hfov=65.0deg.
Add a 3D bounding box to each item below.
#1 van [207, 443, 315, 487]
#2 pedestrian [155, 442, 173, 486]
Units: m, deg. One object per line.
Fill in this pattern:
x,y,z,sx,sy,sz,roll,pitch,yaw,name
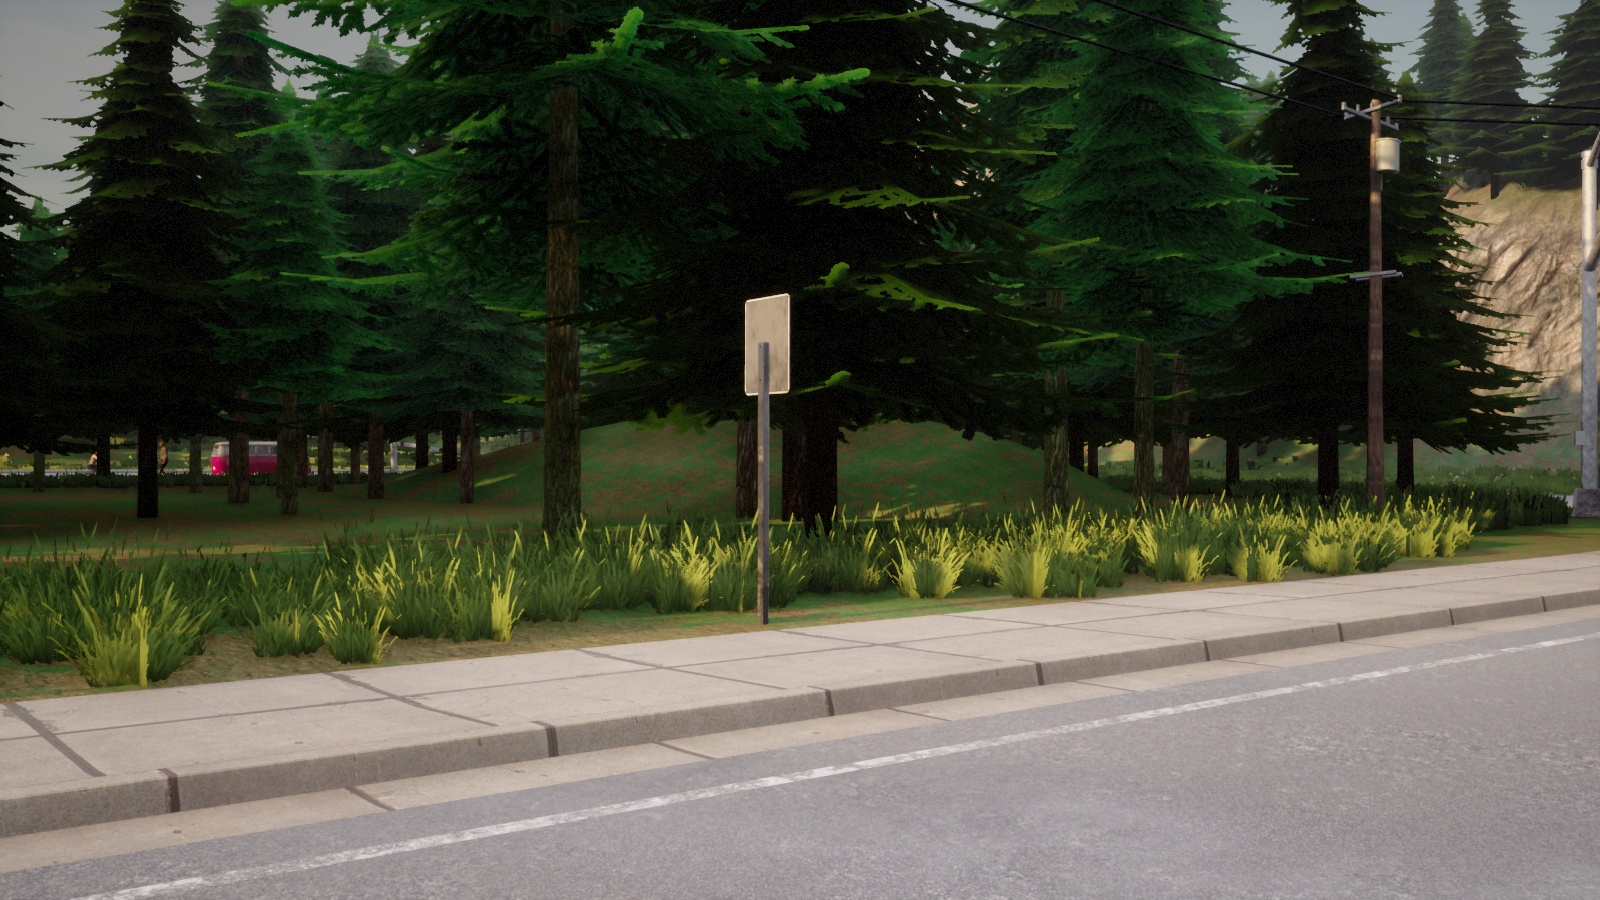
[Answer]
-25.500,0.697,59.442,4.442,1.987,1.775,0,0,-35,van
-26.859,0.594,53.036,0.634,1.846,0.331,0,0,-33,pedestrian
